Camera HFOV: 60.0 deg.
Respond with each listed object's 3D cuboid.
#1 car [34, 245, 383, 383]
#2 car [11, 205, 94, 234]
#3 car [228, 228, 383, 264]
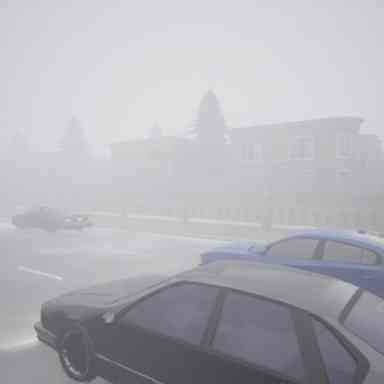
[{"bbox_3d":[0.499,1.533,3.636,5.357,1.411,2.033,1,0,35],"label":"car"},{"bbox_3d":[-7.650,1.399,18.042,5.357,1.411,2.033,1,0,35],"label":"car"},{"bbox_3d":[2.418,1.462,6.564,5.008,1.535,1.882,1,0,35],"label":"car"}]
